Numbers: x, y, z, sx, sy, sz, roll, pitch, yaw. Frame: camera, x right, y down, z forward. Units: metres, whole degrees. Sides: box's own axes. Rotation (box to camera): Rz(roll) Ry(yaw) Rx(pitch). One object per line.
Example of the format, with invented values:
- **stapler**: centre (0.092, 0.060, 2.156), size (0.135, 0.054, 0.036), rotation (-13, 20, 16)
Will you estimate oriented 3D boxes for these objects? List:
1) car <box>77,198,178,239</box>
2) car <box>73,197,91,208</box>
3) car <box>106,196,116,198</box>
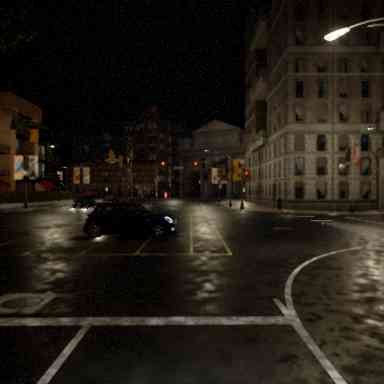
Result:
- **car**: centre (-2.989, 1.326, 16.675), size (4.553, 1.767, 2.097), rotation (0, 0, 0)
- **car**: centre (-15.108, 1.435, 46.704), size (1.837, 1.490, 4.892), rotation (0, 0, 0)
- **car**: centre (-15.029, 1.455, 61.663), size (2.033, 1.411, 5.357), rotation (0, 0, 0)
